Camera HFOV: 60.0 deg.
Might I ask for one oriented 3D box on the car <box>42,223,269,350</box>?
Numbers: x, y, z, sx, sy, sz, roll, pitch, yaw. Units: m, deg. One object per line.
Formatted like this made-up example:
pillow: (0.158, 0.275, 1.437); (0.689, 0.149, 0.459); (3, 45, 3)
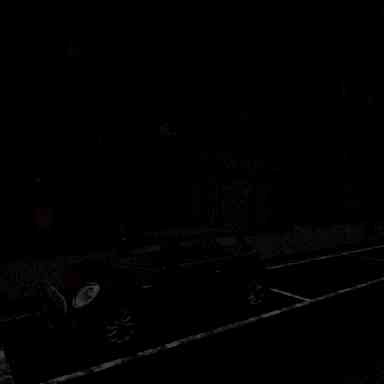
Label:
car: (-0.530, 1.440, 6.154); (4.097, 1.590, 1.967); (0, 0, -35)
